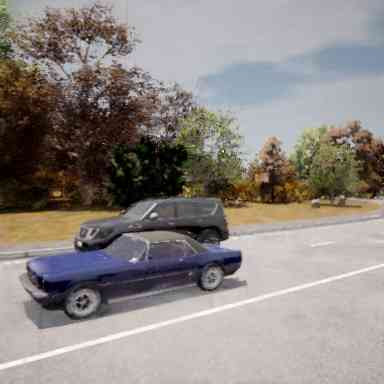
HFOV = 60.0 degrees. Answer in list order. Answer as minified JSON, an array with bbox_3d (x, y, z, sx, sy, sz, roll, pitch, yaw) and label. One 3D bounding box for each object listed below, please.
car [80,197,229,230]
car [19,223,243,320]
[{"bbox_3d":[-1.163,1.224,11.735,5.566,2.045,2.150,0,0,-36],"label":"car"},{"bbox_3d":[-1.168,1.603,7.443,4.718,1.301,1.895,0,0,-35],"label":"car"}]
